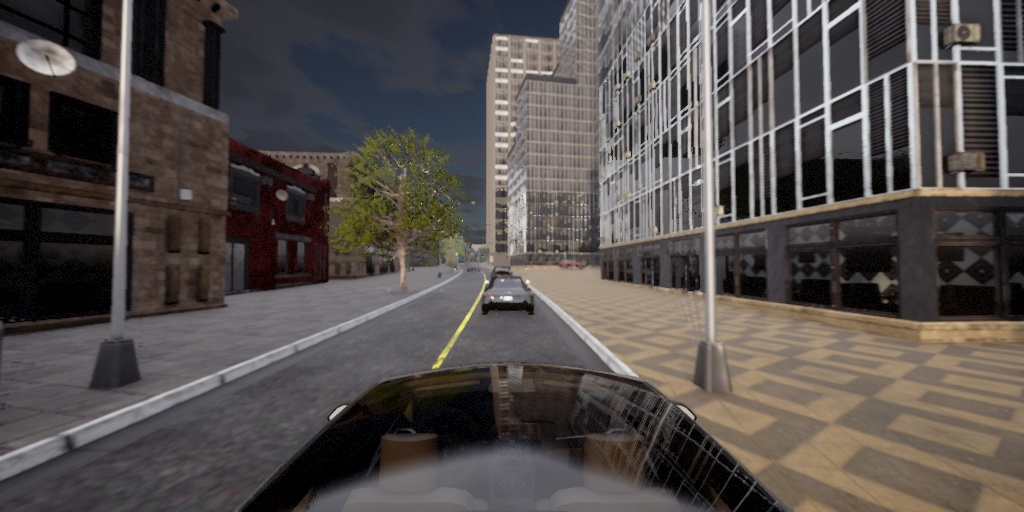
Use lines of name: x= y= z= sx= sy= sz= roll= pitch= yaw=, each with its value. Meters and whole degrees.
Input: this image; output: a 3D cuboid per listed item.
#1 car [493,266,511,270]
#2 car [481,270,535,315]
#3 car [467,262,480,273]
car: x=-0.836 y=1.566 z=29.350 sx=1.837 sy=1.490 sz=4.892 roll=0 pitch=0 yaw=-3
car: x=-0.174 y=1.459 z=14.461 sx=1.994 sy=1.385 sz=4.181 roll=0 pitch=-1 yaw=-1
car: x=-6.204 y=1.723 z=57.860 sx=2.097 sy=1.767 sz=4.553 roll=0 pitch=-1 yaw=-6
